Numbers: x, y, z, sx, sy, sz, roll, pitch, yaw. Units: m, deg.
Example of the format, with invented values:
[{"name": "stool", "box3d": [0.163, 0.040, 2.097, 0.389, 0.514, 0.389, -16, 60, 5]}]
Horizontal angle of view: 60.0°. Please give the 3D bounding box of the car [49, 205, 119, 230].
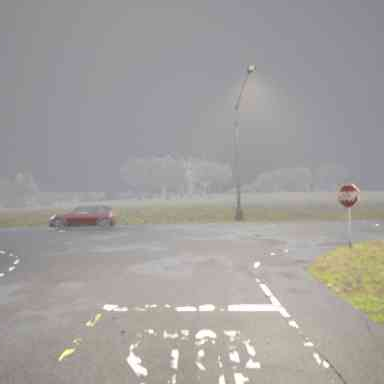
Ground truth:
[{"name": "car", "box3d": [-7.567, 1.707, 23.490, 4.553, 1.767, 2.097, 0, -2, 0]}]
